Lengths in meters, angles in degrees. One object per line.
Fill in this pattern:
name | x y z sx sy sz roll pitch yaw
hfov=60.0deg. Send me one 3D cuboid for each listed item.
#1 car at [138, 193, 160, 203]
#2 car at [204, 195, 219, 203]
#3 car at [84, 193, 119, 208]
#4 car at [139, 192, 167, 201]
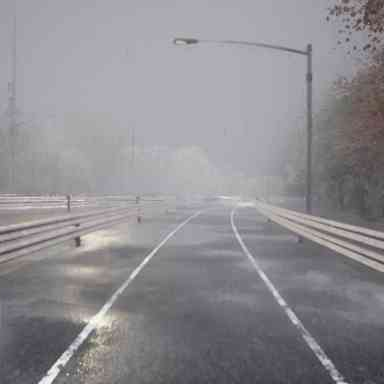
car | -8.042 1.188 62.655 2.097 1.767 4.553 0 -1 24
car | 4.253 1.429 73.146 2.097 1.767 4.553 0 -1 24
car | -10.653 0.925 39.654 2.097 1.767 4.553 0 -1 24
car | -6.442 1.009 57.641 2.150 2.045 5.566 0 -1 24
